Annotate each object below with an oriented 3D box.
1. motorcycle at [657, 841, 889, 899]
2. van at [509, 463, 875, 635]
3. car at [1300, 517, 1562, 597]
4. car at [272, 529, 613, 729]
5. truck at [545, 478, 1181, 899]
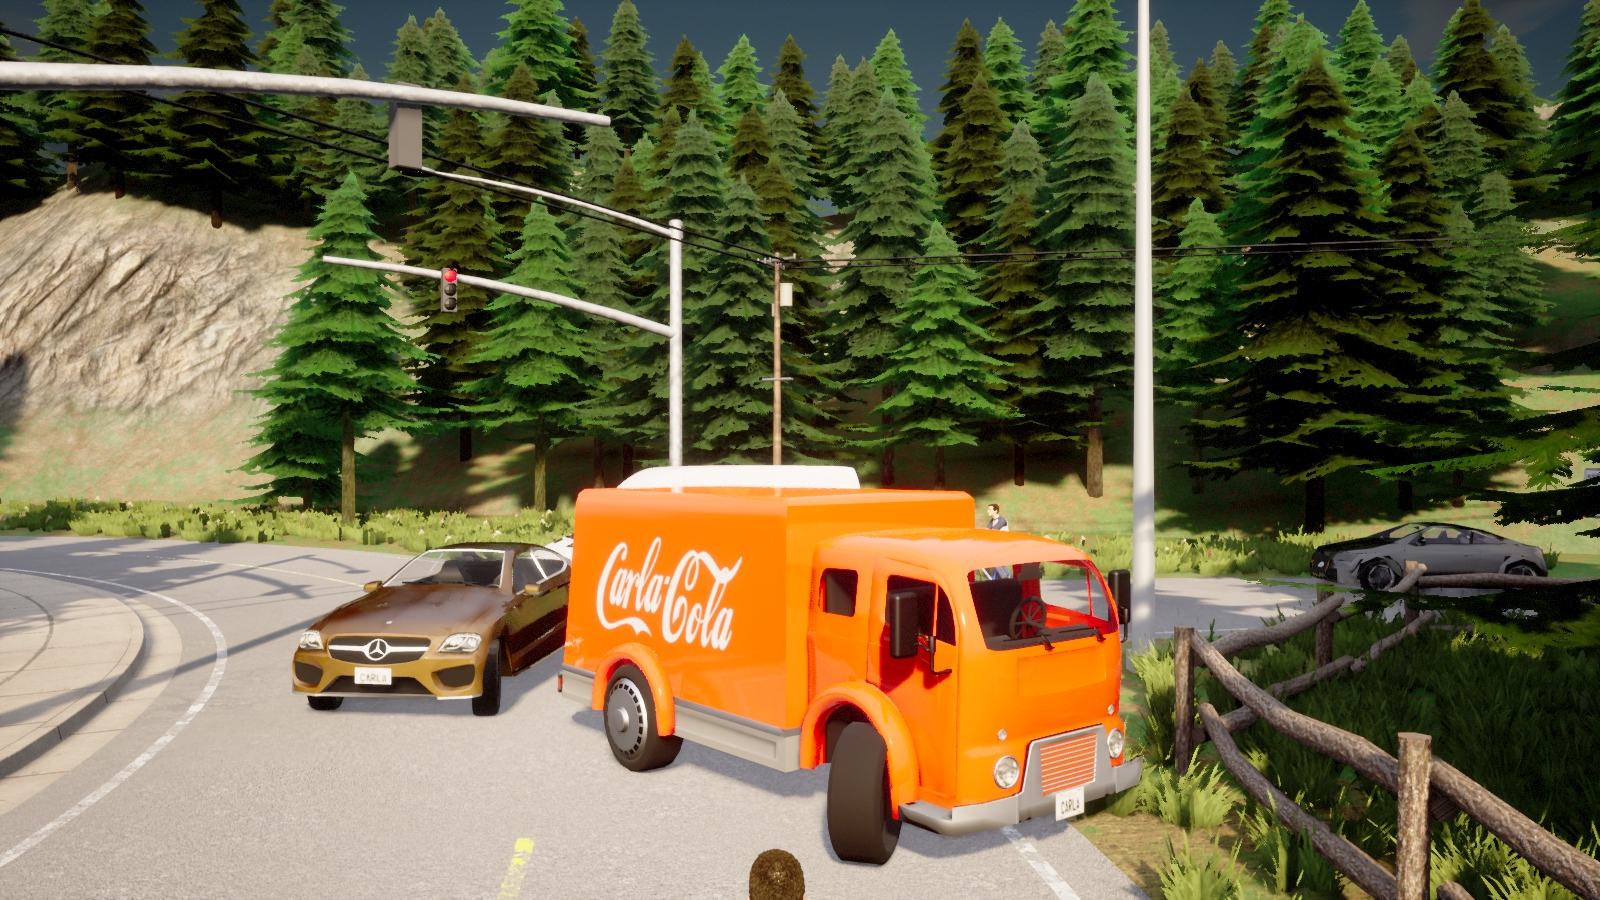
[{"bbox_3d":[-0.074,2.159,3.526,0.803,1.199,2.033,0,0,-2],"label":"motorcycle"},{"bbox_3d":[-1.776,1.528,19.549,5.915,2.561,1.988,0,0,-27],"label":"van"},{"bbox_3d":[12.589,2.119,23.051,4.181,1.385,1.994,0,0,6],"label":"car"},{"bbox_3d":[-4.038,1.970,14.038,2.152,1.651,5.027,0,0,6],"label":"car"},{"bbox_3d":[0.202,1.542,9.769,2.627,2.467,5.204,0,0,-39],"label":"truck"}]
